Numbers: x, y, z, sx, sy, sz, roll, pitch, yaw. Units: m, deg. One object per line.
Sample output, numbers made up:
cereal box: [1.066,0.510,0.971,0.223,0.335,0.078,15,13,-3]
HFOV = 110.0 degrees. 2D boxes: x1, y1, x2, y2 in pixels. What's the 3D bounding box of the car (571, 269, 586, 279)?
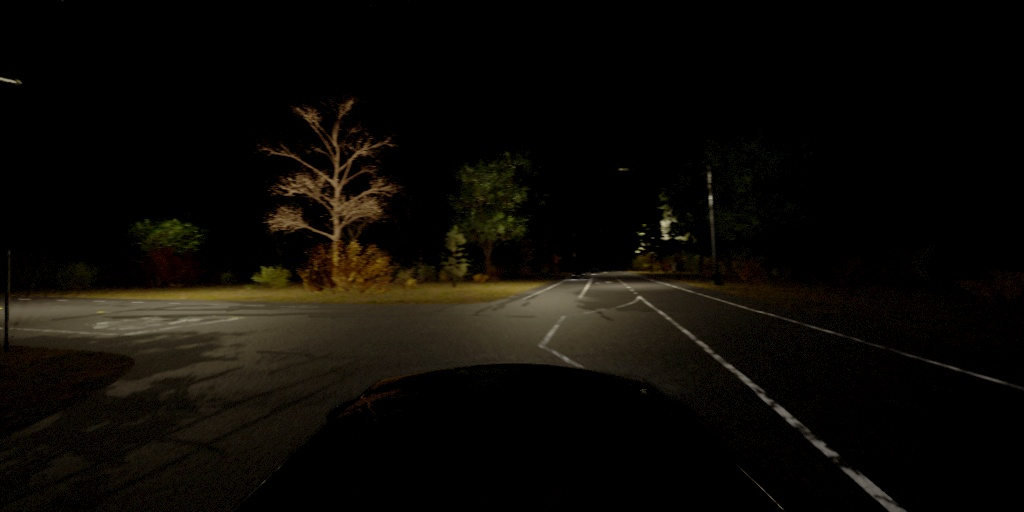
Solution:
car: [10.217,2.761,54.666,1.837,1.490,4.892,-3,-2,13]
